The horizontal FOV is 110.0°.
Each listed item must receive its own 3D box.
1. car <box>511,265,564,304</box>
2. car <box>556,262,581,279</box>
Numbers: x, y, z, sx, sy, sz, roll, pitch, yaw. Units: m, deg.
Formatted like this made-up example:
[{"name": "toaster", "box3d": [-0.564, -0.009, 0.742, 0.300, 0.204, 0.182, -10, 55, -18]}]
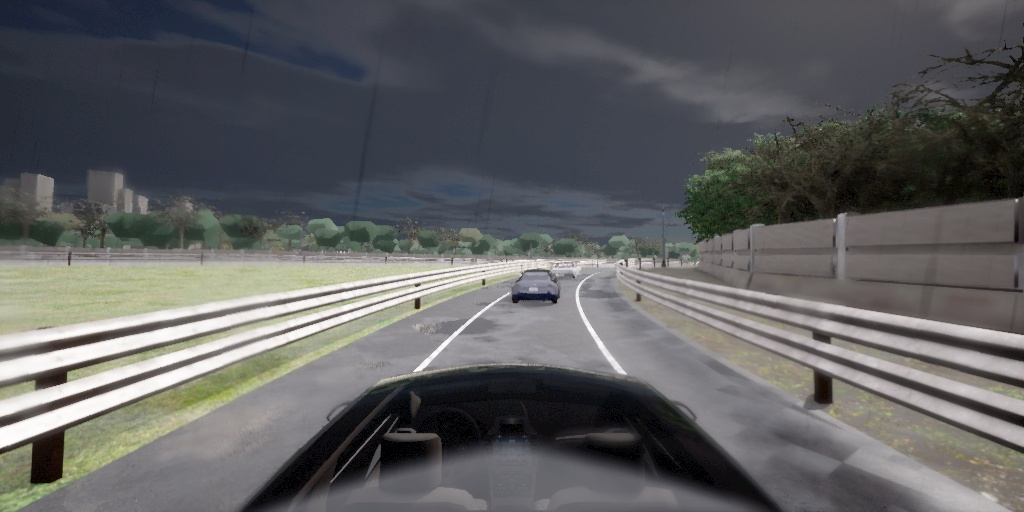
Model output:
[{"name": "car", "box3d": [1.173, 1.283, 16.164, 1.994, 1.385, 4.181, 0, 0, 9]}, {"name": "car", "box3d": [4.681, 1.190, 30.489, 1.895, 1.301, 4.718, -1, 0, 18]}]
